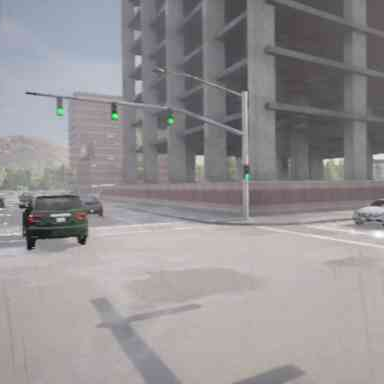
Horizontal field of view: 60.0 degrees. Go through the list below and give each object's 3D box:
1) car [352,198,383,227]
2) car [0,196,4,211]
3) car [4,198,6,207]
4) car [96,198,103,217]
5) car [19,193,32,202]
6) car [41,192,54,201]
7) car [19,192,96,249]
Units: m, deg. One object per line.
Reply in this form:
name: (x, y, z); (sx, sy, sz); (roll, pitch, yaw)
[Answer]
car: (10.864, 1.062, 18.238); (4.674, 1.442, 1.812); (-1, 1, -28)
car: (-19.284, 1.196, 31.565); (1.837, 1.490, 4.892); (-1, 1, -27)
car: (-23.745, 1.162, 40.253); (1.994, 1.385, 4.181); (-1, 1, -28)
car: (-8.280, 1.139, 25.964); (2.128, 1.511, 4.902); (-1, 1, -28)
car: (-29.242, 0.954, 58.373); (1.895, 1.301, 4.718); (-1, 1, -28)
car: (-26.126, 0.791, 59.962); (1.837, 1.490, 4.892); (-1, 1, -28)
car: (-5.925, 1.045, 14.111); (2.150, 2.045, 5.566); (-1, 1, -29)
